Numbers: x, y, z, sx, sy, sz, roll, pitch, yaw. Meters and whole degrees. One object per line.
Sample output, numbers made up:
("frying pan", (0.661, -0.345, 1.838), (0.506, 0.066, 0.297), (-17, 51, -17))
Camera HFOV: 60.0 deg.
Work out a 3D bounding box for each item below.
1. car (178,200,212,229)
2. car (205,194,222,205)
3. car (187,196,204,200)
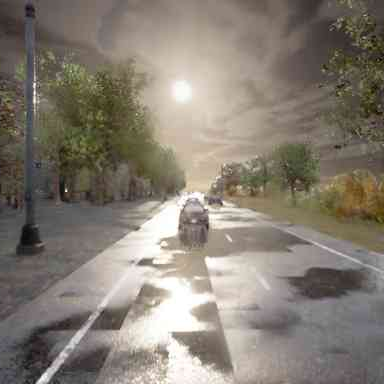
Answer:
("car", (0.101, 1.440, 20.969), (1.812, 1.442, 4.674), (0, 0, 0))
("car", (3.610, 1.137, 53.125), (2.097, 1.767, 4.553), (0, 0, 0))
("car", (0.106, 1.382, 40.602), (2.033, 1.411, 5.357), (0, 0, 0))
